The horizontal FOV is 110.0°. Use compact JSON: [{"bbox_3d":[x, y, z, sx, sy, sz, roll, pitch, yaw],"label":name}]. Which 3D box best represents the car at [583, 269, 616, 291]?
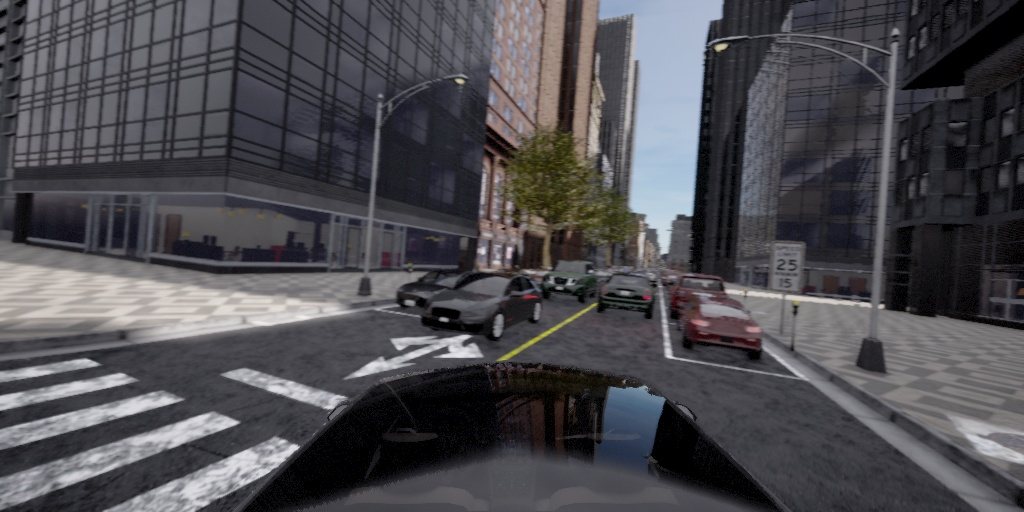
[{"bbox_3d":[7.136,1.861,28.981,1.812,1.442,4.674,4,0,22],"label":"car"}]

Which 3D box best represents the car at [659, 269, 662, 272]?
[{"bbox_3d":[18.256,2.546,41.202,2.192,1.841,5.009,0,0,22],"label":"car"}]

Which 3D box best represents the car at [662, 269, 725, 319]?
[{"bbox_3d":[7.637,1.670,15.100,2.192,1.841,5.009,0,0,22],"label":"car"}]

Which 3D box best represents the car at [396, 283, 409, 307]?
[{"bbox_3d":[-2.356,1.145,13.103,1.948,1.339,4.313,0,0,22],"label":"car"}]

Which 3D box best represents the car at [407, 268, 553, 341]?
[{"bbox_3d":[-0.553,1.219,10.097,1.837,1.490,4.892,4,0,22],"label":"car"}]

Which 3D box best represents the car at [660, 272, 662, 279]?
[{"bbox_3d":[16.132,2.598,35.981,1.888,1.381,4.507,0,0,22],"label":"car"}]

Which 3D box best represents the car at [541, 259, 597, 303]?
[{"bbox_3d":[3.247,1.239,19.396,2.150,2.045,5.566,4,0,21],"label":"car"}]

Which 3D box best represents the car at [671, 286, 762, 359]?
[{"bbox_3d":[5.513,1.768,9.879,1.802,1.307,4.207,0,0,22],"label":"car"}]

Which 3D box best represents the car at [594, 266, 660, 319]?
[{"bbox_3d":[5.136,1.512,15.651,2.097,1.767,4.553,4,0,22],"label":"car"}]
